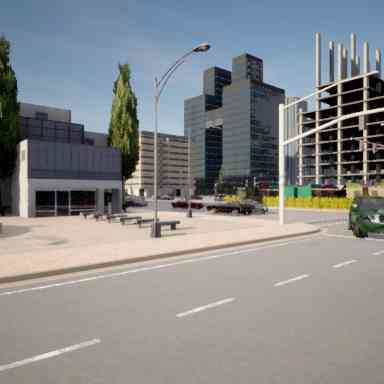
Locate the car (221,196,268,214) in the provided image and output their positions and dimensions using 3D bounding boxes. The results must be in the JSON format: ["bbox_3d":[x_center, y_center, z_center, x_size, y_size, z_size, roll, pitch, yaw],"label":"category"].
[{"bbox_3d":[5.774,1.492,34.998,2.128,1.511,4.902,0,0,-38],"label":"car"}]

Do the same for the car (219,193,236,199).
[{"bbox_3d":[8.003,1.395,67.756,3.806,1.475,1.970,0,0,-40],"label":"car"}]

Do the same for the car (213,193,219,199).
[{"bbox_3d":[6.165,1.156,69.992,3.866,1.878,1.905,0,0,-40],"label":"car"}]

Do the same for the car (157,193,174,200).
[{"bbox_3d":[-6.380,1.156,85.082,3.866,1.878,1.905,0,0,-40],"label":"car"}]

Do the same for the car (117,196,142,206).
[{"bbox_3d":[-10.626,1.492,55.962,2.128,1.511,4.902,0,0,-38],"label":"car"}]

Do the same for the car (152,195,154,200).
[{"bbox_3d":[-8.185,1.153,87.346,4.605,1.855,1.932,0,0,-40],"label":"car"}]

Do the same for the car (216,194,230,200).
[{"bbox_3d":[8.798,1.395,94.140,3.806,1.475,1.970,0,0,-40],"label":"car"}]

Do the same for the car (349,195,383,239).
[{"bbox_3d":[9.643,1.223,17.397,2.150,2.045,5.566,2,1,19],"label":"car"}]

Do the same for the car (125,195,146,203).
[{"bbox_3d":[-11.717,1.491,68.910,2.128,1.511,4.902,0,0,-38],"label":"car"}]

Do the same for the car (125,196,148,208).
[{"bbox_3d":[-7.992,1.504,46.873,1.837,1.490,4.892,0,0,-38],"label":"car"}]

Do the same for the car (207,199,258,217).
[{"bbox_3d":[3.649,1.601,32.043,1.895,1.301,4.718,0,0,-38],"label":"car"}]

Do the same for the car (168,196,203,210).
[{"bbox_3d":[-0.621,1.601,43.140,1.895,1.301,4.718,0,0,-38],"label":"car"}]
